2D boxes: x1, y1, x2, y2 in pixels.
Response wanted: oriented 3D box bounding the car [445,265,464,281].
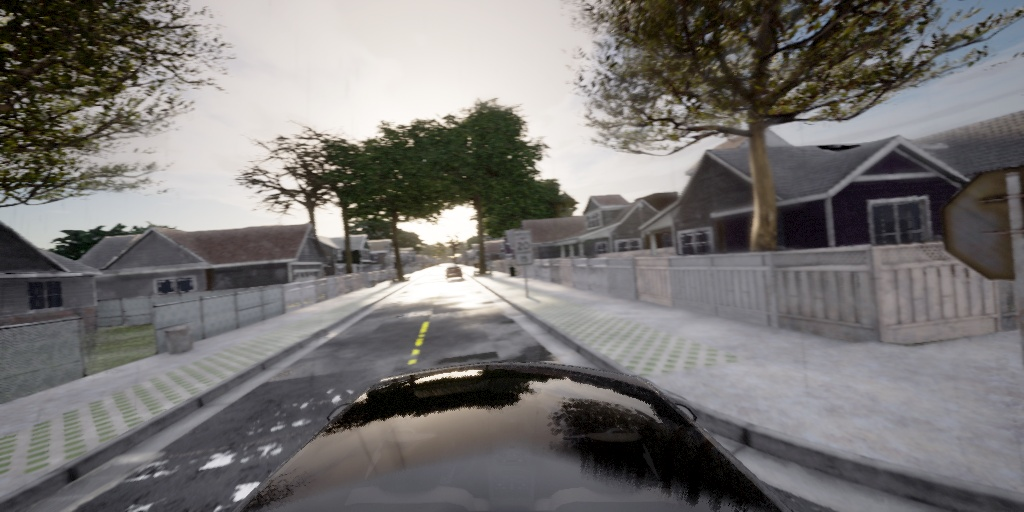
[{"bbox_3d":[-6.420,1.806,39.817,1.882,1.535,5.008,-5,0,-10],"label":"car"}]
